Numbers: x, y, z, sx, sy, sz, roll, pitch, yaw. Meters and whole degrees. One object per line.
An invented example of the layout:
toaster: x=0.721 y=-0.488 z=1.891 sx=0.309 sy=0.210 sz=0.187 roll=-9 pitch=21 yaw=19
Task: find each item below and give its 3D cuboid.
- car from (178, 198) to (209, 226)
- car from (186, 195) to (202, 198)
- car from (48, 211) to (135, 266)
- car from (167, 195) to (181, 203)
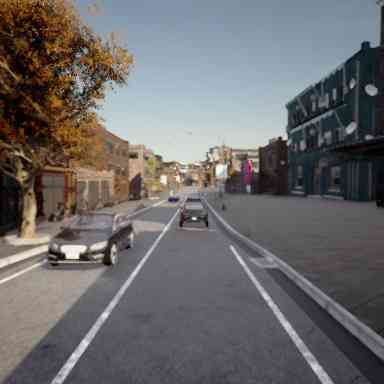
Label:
car: x=0.137 y=1.404 z=22.295 sx=1.812 sy=1.442 sz=4.674 roll=0 pitch=1 yaw=0
car: x=0.234 y=1.096 z=42.160 sx=1.882 sy=1.535 sz=5.008 roll=0 pitch=1 yaw=0
car: x=-3.225 y=1.458 z=11.473 sx=2.128 sy=1.511 sz=4.902 roll=0 pitch=0 yaw=0
car: x=-2.854 y=1.071 z=53.033 sx=1.895 sy=1.301 sz=4.718 roll=0 pitch=1 yaw=1
